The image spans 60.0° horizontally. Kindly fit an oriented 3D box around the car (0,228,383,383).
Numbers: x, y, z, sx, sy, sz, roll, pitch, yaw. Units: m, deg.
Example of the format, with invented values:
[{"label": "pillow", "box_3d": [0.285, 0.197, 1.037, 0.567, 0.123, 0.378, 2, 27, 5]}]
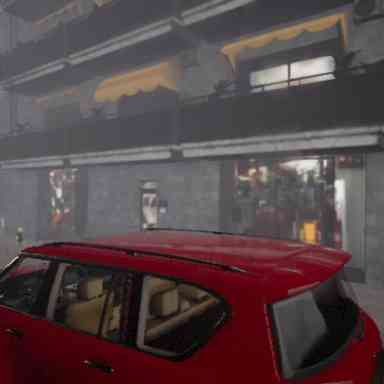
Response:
[{"label": "car", "box_3d": [-0.800, 1.329, 3.430, 5.009, 1.841, 2.192, 0, 1, 36]}]
